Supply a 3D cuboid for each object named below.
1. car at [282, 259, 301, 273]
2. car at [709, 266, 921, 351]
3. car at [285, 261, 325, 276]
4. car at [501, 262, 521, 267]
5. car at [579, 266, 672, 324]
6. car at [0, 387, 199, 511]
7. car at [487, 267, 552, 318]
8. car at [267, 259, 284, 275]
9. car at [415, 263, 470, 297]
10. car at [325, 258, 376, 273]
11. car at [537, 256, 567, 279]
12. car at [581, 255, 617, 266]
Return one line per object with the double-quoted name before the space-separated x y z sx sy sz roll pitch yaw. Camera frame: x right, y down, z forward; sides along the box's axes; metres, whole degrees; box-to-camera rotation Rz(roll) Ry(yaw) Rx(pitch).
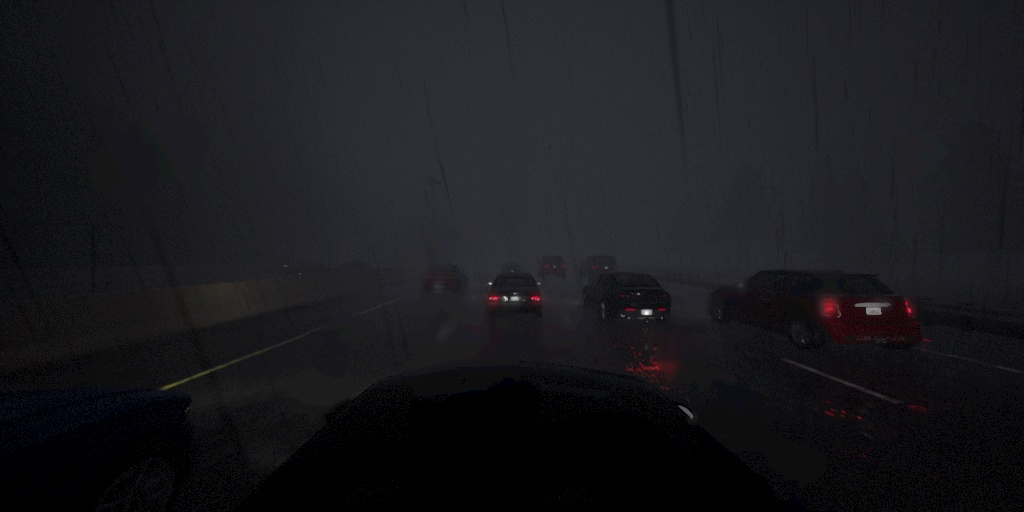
"car" -21.313 1.322 37.115 1.994 1.385 4.181 0 0 -2
"car" 7.102 1.103 9.171 2.097 1.767 4.553 0 0 0
"car" -17.678 1.321 31.886 1.994 1.385 4.181 0 0 -1
"car" -0.079 1.283 36.400 1.812 1.442 4.674 0 0 -2
"car" 3.601 1.257 12.008 1.837 1.490 4.892 0 0 0
"car" -3.401 1.228 0.747 1.882 1.535 5.008 0 0 0
"car" 0.102 1.300 13.025 2.033 1.411 5.357 0 0 0
"car" -24.941 1.110 39.812 2.097 1.767 4.553 0 0 -3
"car" -3.397 1.245 19.023 2.128 1.511 4.902 0 0 0
"car" -14.169 1.234 31.790 1.882 1.535 5.008 0 0 -1
"car" 3.541 0.978 32.532 2.150 2.045 5.566 0 0 -1
"car" 7.081 0.977 29.709 2.150 2.045 5.566 0 0 0
